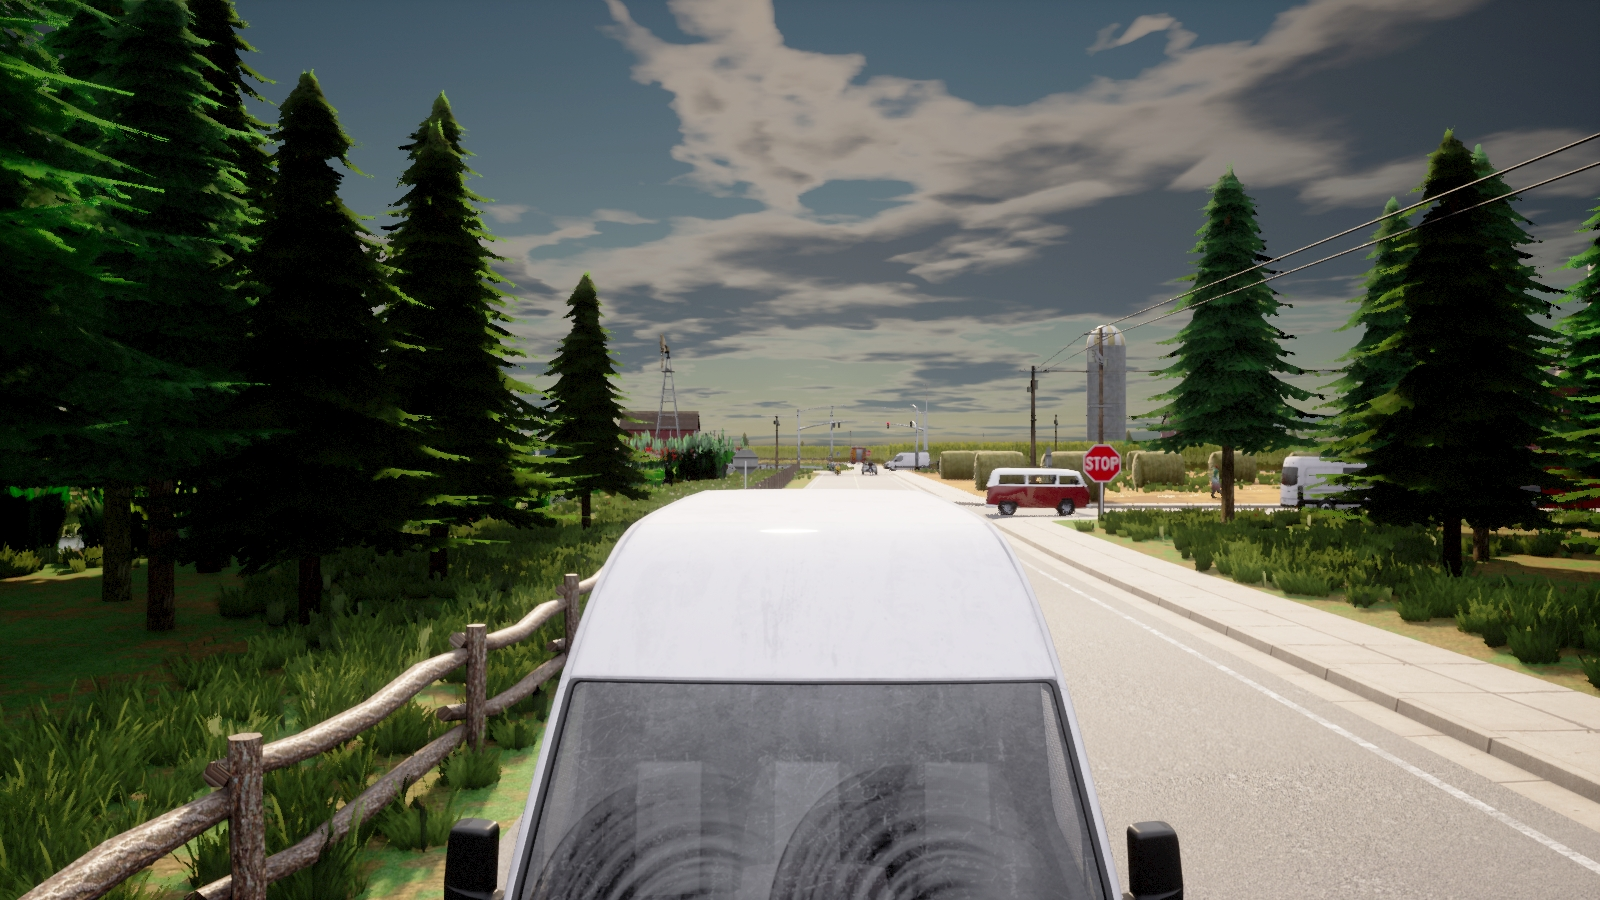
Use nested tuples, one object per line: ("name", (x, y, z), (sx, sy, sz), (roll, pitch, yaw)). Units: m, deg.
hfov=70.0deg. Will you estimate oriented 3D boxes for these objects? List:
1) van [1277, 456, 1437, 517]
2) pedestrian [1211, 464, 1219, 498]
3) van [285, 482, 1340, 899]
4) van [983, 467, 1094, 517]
("van", (23.869, 1.534, 49.092), (5.915, 2.561, 1.988), (0, 0, -1))
("pedestrian", (22.645, 1.682, 62.354), (0.375, 1.860, 0.375), (0, 0, 21))
("van", (0.056, 1.508, 5.110), (1.988, 2.561, 5.915), (0, 0, 1))
("van", (10.184, 1.780, 49.079), (4.480, 2.038, 2.069), (0, 0, 7))
